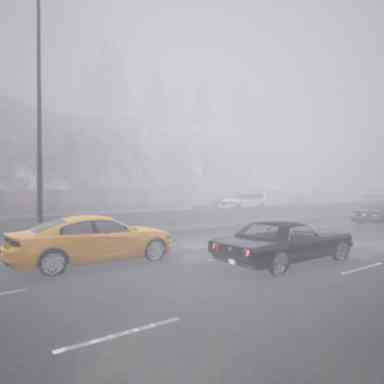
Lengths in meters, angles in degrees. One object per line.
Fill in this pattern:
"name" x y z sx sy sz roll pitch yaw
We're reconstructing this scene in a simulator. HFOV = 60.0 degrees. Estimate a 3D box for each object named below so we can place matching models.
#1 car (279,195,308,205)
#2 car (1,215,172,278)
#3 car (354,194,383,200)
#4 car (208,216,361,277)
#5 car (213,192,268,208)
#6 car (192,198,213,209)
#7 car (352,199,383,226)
"car" 14.892 1.183 48.718 4.902 1.511 2.128 -1 0 -34
"car" -2.973 1.452 10.221 5.008 1.535 1.882 -1 0 -35
"car" 21.393 1.039 40.441 4.553 1.767 2.097 -1 0 -34
"car" 2.859 1.539 10.079 4.718 1.301 1.895 -1 0 -35
"car" 5.259 1.043 33.515 5.566 2.045 2.150 0 0 -35
"car" 2.648 1.374 35.951 5.357 1.411 2.033 -1 0 -35
"car" 12.134 1.380 20.990 5.357 1.411 2.033 -1 0 -35
